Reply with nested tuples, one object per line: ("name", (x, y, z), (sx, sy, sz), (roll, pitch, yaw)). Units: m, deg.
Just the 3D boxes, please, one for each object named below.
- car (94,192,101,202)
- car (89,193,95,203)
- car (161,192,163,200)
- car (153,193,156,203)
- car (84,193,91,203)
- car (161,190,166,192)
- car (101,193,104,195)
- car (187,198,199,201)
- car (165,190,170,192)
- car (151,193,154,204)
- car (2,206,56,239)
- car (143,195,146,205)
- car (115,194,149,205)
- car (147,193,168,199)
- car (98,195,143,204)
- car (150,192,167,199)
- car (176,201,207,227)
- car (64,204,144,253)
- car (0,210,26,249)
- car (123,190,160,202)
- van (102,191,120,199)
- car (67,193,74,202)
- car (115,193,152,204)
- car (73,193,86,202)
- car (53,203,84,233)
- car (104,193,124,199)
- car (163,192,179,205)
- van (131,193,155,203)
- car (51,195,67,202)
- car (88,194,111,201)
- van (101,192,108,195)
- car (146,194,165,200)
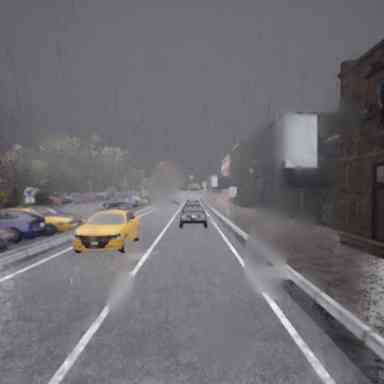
("car", (-21.845, 1.164, 66.872), (5.566, 2.045, 2.435), (0, 0, 0))
("car", (-21.860, 1.445, 64.048), (4.792, 1.488, 2.163), (0, 0, 0))
("car", (-9.246, 1.384, 75.472), (4.674, 1.452, 2.002), (0, 1, 0))
("car", (-9.350, 1.416, 58.496), (5.008, 1.535, 2.097), (0, 0, 0))
("car", (-21.876, 1.444, 61.225), (4.792, 1.488, 2.163), (0, 0, 0))
("car", (-9.248, 1.119, 81.120), (4.553, 1.767, 2.185), (0, 1, 0))
("car", (-21.851, 1.412, 69.707), (5.008, 1.535, 2.097), (0, 0, 0))
("car", (0.078, 1.521, 41.573), (2.128, 1.511, 4.902), (0, 0, 0))
("car", (-9.213, 0.894, 86.768), (5.566, 2.045, 2.435), (0, 1, 0))
("car", (-9.355, 1.416, 55.671), (5.008, 1.535, 2.097), (0, 0, 0))
("car", (-9.348, 1.585, 15.607), (4.792, 1.488, 2.163), (0, 0, 0))
("car", (-9.410, 1.456, 47.194), (4.674, 1.452, 2.002), (0, 0, 0))
("car", (-9.395, 1.456, 50.019), (4.674, 1.452, 2.002), (0, 0, 0))
("car", (-9.354, 1.092, 89.598), (5.366, 1.575, 1.946), (0, 1, 0))
("car", (-9.453, 1.445, 44.367), (4.792, 1.488, 2.163), (0, 0, 0))
("car", (-9.184, 0.920, 92.421), (4.553, 1.767, 2.185), (0, 1, 0))
("car", (0.087, 1.578, 23.061), (2.033, 1.411, 5.357), (0, 0, 0))
("car", (-3.358, 1.497, 13.916), (1.882, 1.535, 5.008), (0, 0, 0))
("car", (-9.329, 1.590, 12.824), (4.674, 1.452, 2.002), (0, 0, 0))
("car", (-9.300, 1.165, 61.322), (5.566, 2.045, 2.435), (0, 0, 0))
("van", (-21.853, 0.869, 89.603), (4.442, 1.987, 1.878), (0, 1, 0))
("car", (-21.951, 1.414, 52.754), (5.008, 1.535, 2.097), (0, 0, 0))
("car", (-9.561, 1.413, 52.846), (5.366, 1.575, 1.946), (0, 0, 0))
("car", (-21.929, 1.416, 58.526), (4.892, 1.521, 2.231), (0, 0, 0))
("car", (-9.125, 1.558, 18.390), (5.366, 1.575, 1.946), (0, 0, 0))
("car", (-21.727, 1.047, 92.303), (5.008, 1.535, 2.097), (0, 1, 0))
("car", (-3.310, 1.329, 56.912), (2.097, 1.767, 4.553), (0, 0, 1))
("van", (-9.429, 1.191, 64.148), (4.442, 1.987, 1.878), (0, 0, 0))
("car", (-21.940, 1.289, 50.055), (4.553, 1.767, 2.185), (0, 0, 0))
("car", (-21.836, 1.323, 78.314), (4.792, 1.488, 2.163), (0, 1, 0))
("van", (-21.703, 1.118, 75.483), (4.442, 1.987, 1.878), (0, 1, 0))
("car", (-9.203, 1.235, 83.948), (4.674, 1.452, 2.002), (0, 1, 0))
